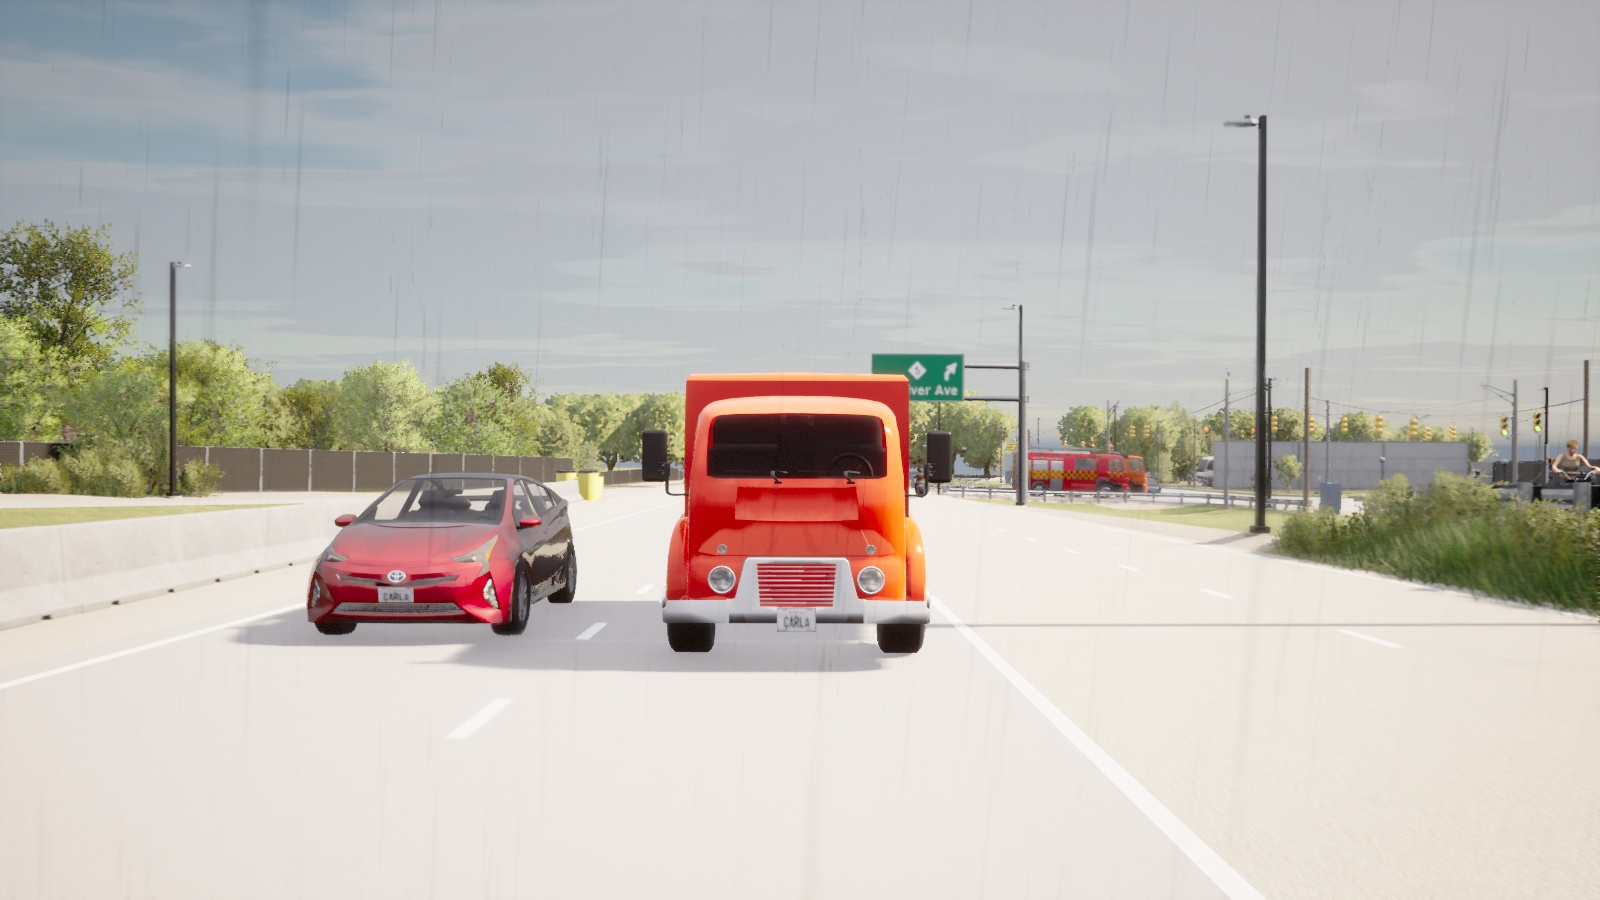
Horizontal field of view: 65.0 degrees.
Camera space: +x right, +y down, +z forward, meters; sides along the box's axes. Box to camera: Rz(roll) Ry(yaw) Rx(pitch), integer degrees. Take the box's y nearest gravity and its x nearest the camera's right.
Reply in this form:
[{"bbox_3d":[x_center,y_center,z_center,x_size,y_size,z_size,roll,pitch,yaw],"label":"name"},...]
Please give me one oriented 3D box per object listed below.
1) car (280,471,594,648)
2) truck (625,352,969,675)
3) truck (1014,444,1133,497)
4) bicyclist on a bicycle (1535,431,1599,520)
[{"bbox_3d":[-3.531,0.992,13.207,2.007,1.525,4.514,0,-1,0],"label":"car"},{"bbox_3d":[-0.030,0.530,12.243,2.627,2.467,5.204,0,-1,0],"label":"truck"},{"bbox_3d":[20.890,1.571,96.212,8.468,3.827,2.891,1,-1,0],"label":"truck"},{"bbox_3d":[14.564,0.485,23.707,0.866,1.612,1.509,1,-2,18],"label":"bicyclist on a bicycle"}]
